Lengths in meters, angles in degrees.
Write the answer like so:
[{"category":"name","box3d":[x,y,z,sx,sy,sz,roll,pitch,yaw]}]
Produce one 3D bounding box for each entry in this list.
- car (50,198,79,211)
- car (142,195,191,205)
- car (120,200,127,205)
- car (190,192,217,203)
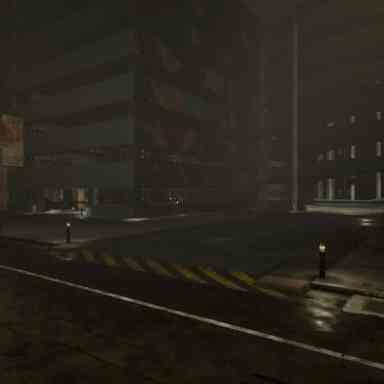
[{"category":"car","box3d":[-15.056,1.413,38.158,4.786,1.482,2.161,0,0,35]},{"category":"car","box3d":[-2.712,1.320,34.498,4.674,1.452,2.002,0,0,35]},{"category":"car","box3d":[-8.033,1.463,47.401,4.718,1.301,1.895,0,0,35]},{"category":"car","box3d":[1.944,1.029,63.001,5.566,2.045,2.435,0,0,35]}]
